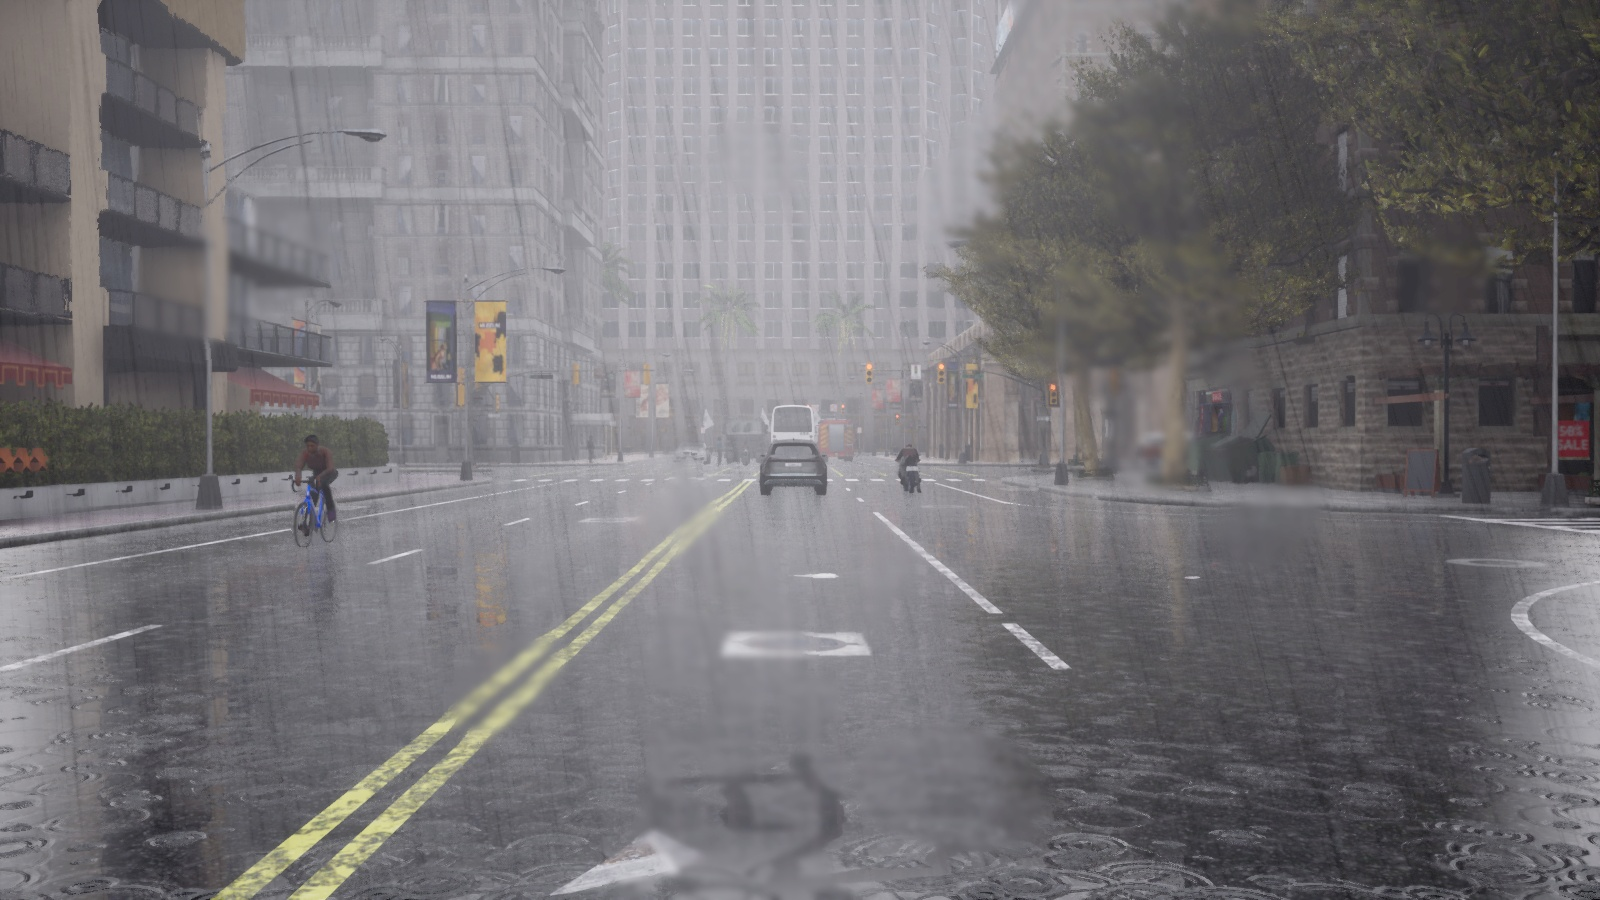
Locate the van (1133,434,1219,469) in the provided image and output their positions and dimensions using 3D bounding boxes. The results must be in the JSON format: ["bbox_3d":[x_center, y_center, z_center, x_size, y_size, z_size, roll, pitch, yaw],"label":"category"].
[{"bbox_3d":[22.090,0.071,73.871,4.480,2.038,2.069,0,0,1],"label":"van"}]

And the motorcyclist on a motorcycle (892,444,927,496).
[{"bbox_3d":[3.298,0.569,38.045,0.866,1.530,2.191,0,0,0],"label":"motorcyclist on a motorcycle"}]

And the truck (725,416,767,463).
[{"bbox_3d":[-4.057,-0.778,95.544,2.891,3.462,7.936,0,0,0],"label":"truck"}]

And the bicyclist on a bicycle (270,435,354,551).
[{"bbox_3d":[-7.079,0.590,18.298,0.582,1.620,1.656,0,1,0],"label":"bicyclist on a bicycle"}]

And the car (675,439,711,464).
[{"bbox_3d":[-7.511,0.087,88.482,2.242,1.667,4.611,0,0,-1],"label":"car"}]

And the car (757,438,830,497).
[{"bbox_3d":[-0.196,0.465,37.376,2.033,1.649,4.856,0,0,0],"label":"car"}]

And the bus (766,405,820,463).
[{"bbox_3d":[-0.563,-1.176,96.592,3.944,4.253,10.273,0,0,0],"label":"bus"}]
